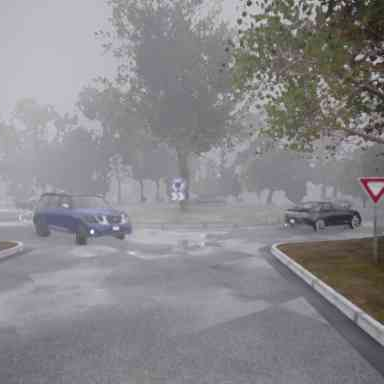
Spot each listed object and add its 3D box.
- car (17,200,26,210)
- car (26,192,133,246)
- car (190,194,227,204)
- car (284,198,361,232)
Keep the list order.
[{"bbox_3d":[-16.696,1.072,36.332,1.882,1.535,5.008,-1,0,19],"label":"car"},{"bbox_3d":[-5.029,1.054,14.905,5.566,2.045,2.150,1,0,42],"label":"car"},{"bbox_3d":[2.316,1.012,47.585,5.357,1.411,2.033,0,1,13],"label":"car"},{"bbox_3d":[7.328,1.281,18.489,4.902,1.511,2.128,0,1,-30],"label":"car"}]
